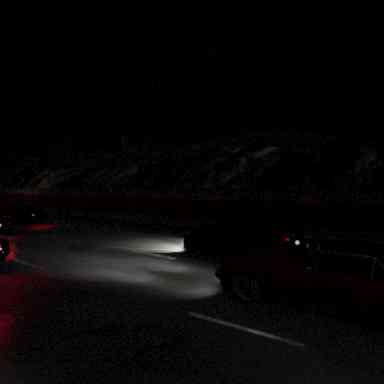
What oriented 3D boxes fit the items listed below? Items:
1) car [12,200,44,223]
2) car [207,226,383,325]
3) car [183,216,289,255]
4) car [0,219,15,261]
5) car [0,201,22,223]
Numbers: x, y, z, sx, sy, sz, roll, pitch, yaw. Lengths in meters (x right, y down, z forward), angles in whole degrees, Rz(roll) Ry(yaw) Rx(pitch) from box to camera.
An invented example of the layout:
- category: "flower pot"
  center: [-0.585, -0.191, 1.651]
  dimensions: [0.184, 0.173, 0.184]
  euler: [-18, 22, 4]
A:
- category: "car"
  center: [-12.054, 1.300, 22.822]
  dimensions: [5.008, 1.535, 1.882]
  euler: [1, 0, 39]
- category: "car"
  center: [2.824, 1.604, 6.368]
  dimensions: [4.718, 1.301, 1.895]
  euler: [1, 0, 36]
- category: "car"
  center: [1.724, 1.540, 11.647]
  dimensions: [4.181, 1.385, 1.994]
  euler: [1, 0, 38]
- category: "car"
  center: [-7.372, 1.507, 9.927]
  dimensions: [4.718, 1.301, 1.895]
  euler: [1, 0, 39]
- category: "car"
  center: [-11.176, 1.353, 17.573]
  dimensions: [4.892, 1.490, 1.837]
  euler: [1, 0, 39]
